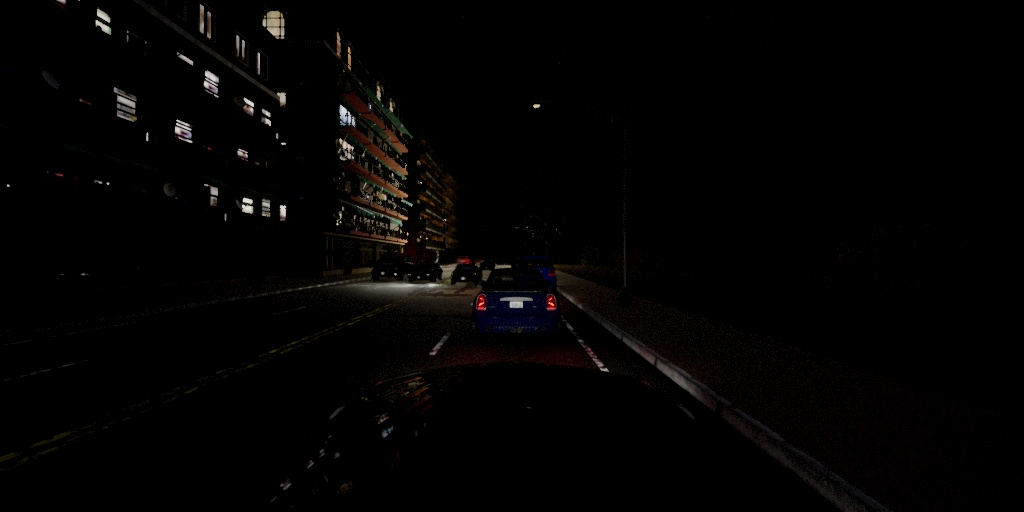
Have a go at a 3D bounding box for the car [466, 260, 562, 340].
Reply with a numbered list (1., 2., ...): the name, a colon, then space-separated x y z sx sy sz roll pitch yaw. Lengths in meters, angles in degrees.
1. car: 0.098 1.103 10.122 2.097 1.767 4.553 0 0 0

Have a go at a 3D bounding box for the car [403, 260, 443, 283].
1. car: -6.600 1.257 27.735 1.837 1.490 4.892 0 0 0

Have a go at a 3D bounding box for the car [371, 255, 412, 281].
1. car: -9.850 0.974 30.082 2.150 2.045 5.566 0 0 0

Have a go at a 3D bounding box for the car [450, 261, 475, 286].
1. car: -3.149 1.278 25.456 1.812 1.442 4.674 0 0 0

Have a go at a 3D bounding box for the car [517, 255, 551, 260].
1. car: 1.137 0.977 19.697 2.150 2.045 5.566 0 0 0

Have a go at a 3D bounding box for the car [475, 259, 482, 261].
1. car: -3.147 1.239 46.453 2.128 1.511 4.902 0 0 0
